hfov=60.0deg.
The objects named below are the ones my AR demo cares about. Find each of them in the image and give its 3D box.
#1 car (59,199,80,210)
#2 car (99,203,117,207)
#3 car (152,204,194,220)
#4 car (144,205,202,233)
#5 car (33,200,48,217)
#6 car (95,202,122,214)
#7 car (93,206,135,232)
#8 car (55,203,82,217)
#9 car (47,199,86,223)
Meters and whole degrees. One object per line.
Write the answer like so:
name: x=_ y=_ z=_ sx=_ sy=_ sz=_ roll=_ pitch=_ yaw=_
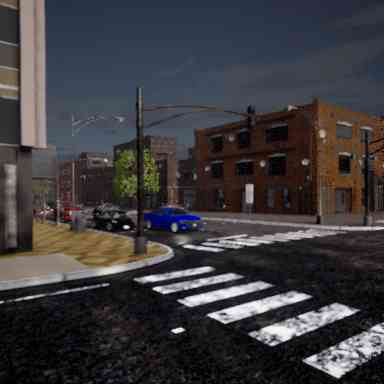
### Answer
car: x=-21.925 y=2.223 z=59.518 sx=2.192 sy=1.841 sz=5.009 roll=-2 pitch=0 yaw=-37
car: x=-7.478 y=1.953 z=30.494 sx=2.128 sy=1.511 sz=4.902 roll=-1 pitch=0 yaw=-37
car: x=-1.963 y=1.938 z=32.981 sx=2.008 sy=1.369 sz=4.403 roll=-2 pitch=0 yaw=-37
car: x=-1.360 y=1.779 z=22.306 sx=1.882 sy=1.535 sz=5.008 roll=-1 pitch=-1 yaw=-38
car: x=-18.292 y=2.154 z=40.617 sx=1.967 sy=1.590 sz=4.097 roll=-2 pitch=0 yaw=-37
car: x=-11.543 y=2.188 z=45.629 sx=2.008 sy=1.369 sz=4.403 roll=-2 pitch=0 yaw=-37
car: x=-5.583 y=1.946 z=23.386 sx=1.947 sy=1.339 sz=4.313 roll=-2 pitch=0 yaw=-37
car: x=-15.293 y=2.193 z=40.998 sx=1.812 sy=1.442 sz=4.674 roll=-1 pitch=0 yaw=-36
car: x=-11.750 y=1.857 z=31.691 sx=2.192 sy=1.841 sz=5.009 roll=-2 pitch=0 yaw=-37
